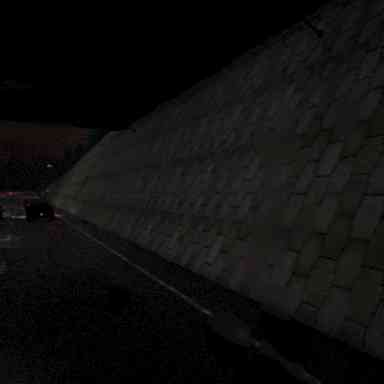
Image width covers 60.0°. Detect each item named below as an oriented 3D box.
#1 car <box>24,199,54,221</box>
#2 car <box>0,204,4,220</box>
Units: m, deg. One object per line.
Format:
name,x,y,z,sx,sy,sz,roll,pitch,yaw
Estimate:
car,-12.005,1.447,26.203,1.812,1.442,4.674,0,0,-28
car,-16.157,1.532,26.618,1.895,1.301,4.718,0,0,-27
